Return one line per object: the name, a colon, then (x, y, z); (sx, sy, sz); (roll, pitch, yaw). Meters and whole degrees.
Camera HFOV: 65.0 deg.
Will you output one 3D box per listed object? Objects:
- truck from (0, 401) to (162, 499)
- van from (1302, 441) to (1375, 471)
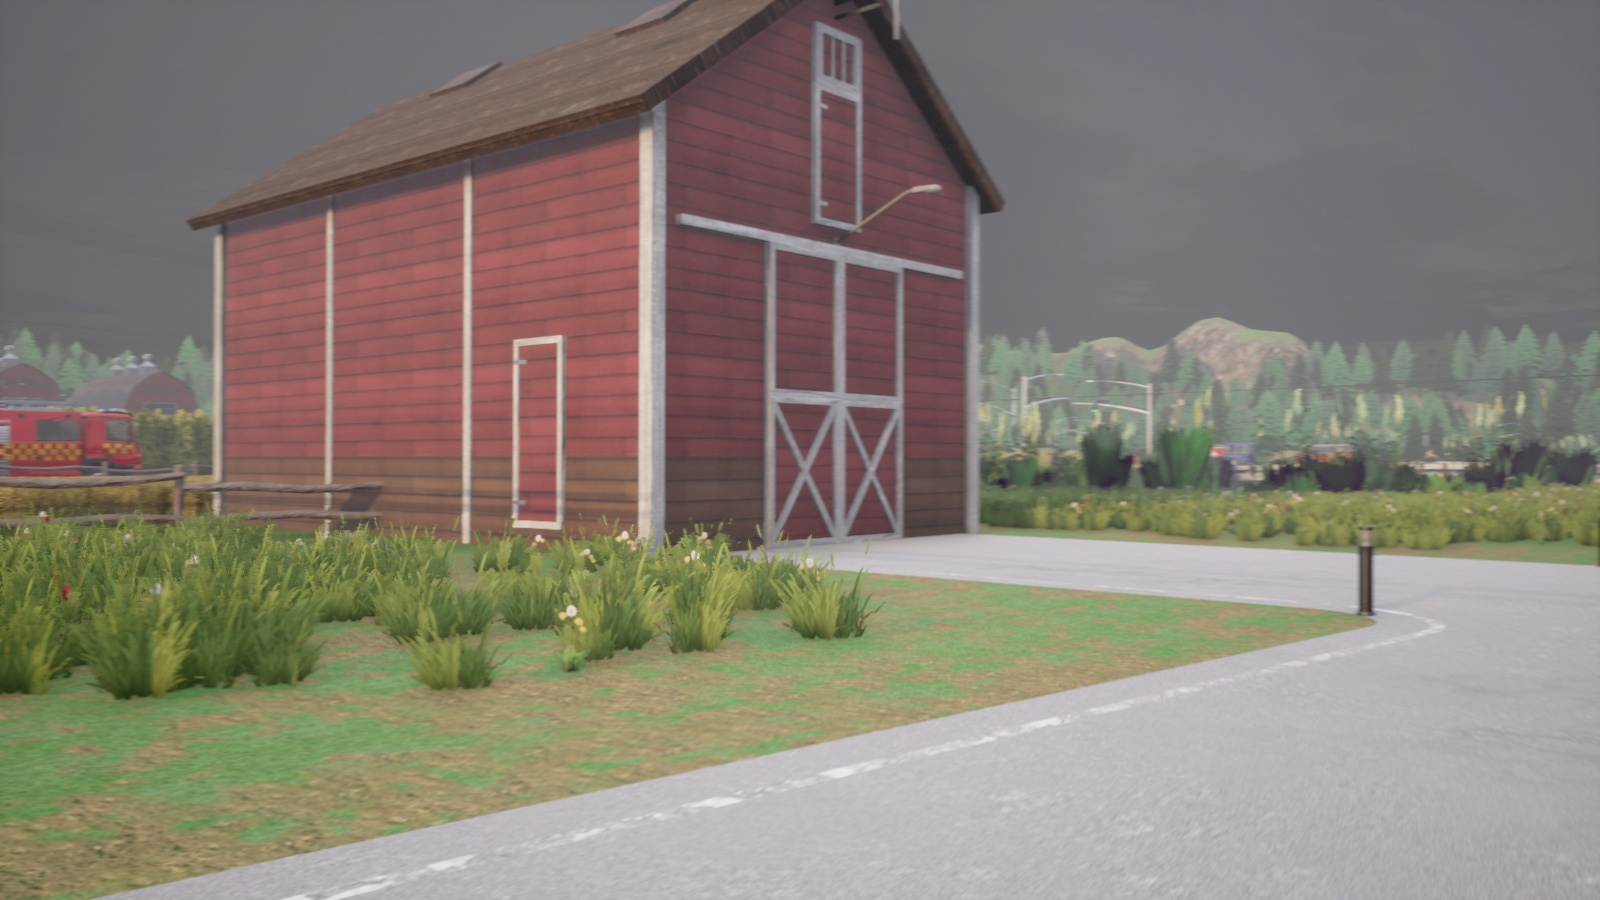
truck: (-31.026, 0.023, 51.197); (2.891, 3.827, 8.468); (0, -1, 42)
van: (38.412, 0.445, 89.649); (1.775, 1.987, 4.442); (0, -2, -41)
